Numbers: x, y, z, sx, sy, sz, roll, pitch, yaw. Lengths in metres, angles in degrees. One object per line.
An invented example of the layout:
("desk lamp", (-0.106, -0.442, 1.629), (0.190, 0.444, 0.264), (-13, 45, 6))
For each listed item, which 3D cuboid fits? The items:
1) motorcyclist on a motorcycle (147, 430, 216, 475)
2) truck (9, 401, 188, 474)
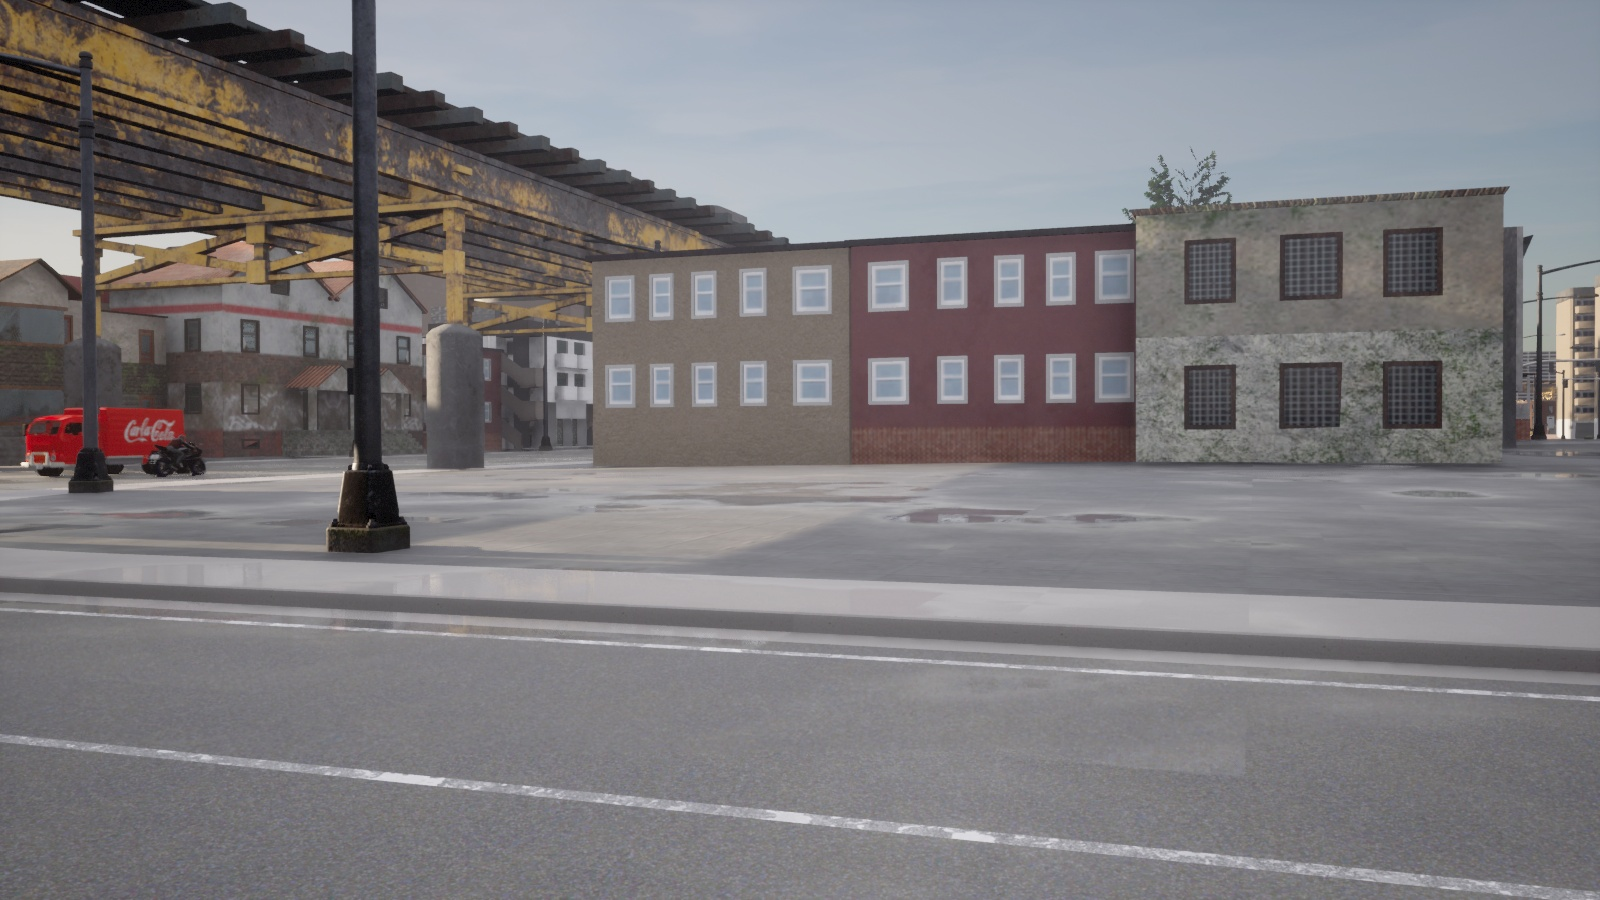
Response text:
("motorcyclist on a motorcycle", (-21.825, 0.070, 44.341), (0.866, 1.530, 2.191), (1, 1, 20))
("truck", (-25.173, -0.480, 45.325), (2.627, 2.467, 5.204), (1, 1, 20))
